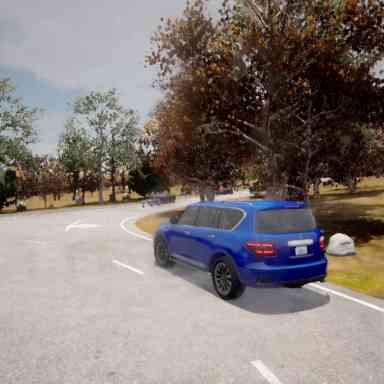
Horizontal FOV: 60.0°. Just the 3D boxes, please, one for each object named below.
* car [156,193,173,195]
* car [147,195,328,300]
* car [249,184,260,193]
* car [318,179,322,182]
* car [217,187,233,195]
[{"bbox_3d":[-4.188,0.906,46.076,2.128,1.511,4.902,0,3,35],"label":"car"},{"bbox_3d":[0.844,1.221,8.782,2.150,2.045,5.566,0,0,-28],"label":"car"},{"bbox_3d":[12.324,-0.739,60.473,1.837,1.490,4.892,0,5,43],"label":"car"},{"bbox_3d":[28.636,-2.635,77.491,1.994,1.385,4.181,0,5,42],"label":"car"},{"bbox_3d":[5.321,-0.194,58.274,1.812,1.442,4.674,0,5,42],"label":"car"}]
